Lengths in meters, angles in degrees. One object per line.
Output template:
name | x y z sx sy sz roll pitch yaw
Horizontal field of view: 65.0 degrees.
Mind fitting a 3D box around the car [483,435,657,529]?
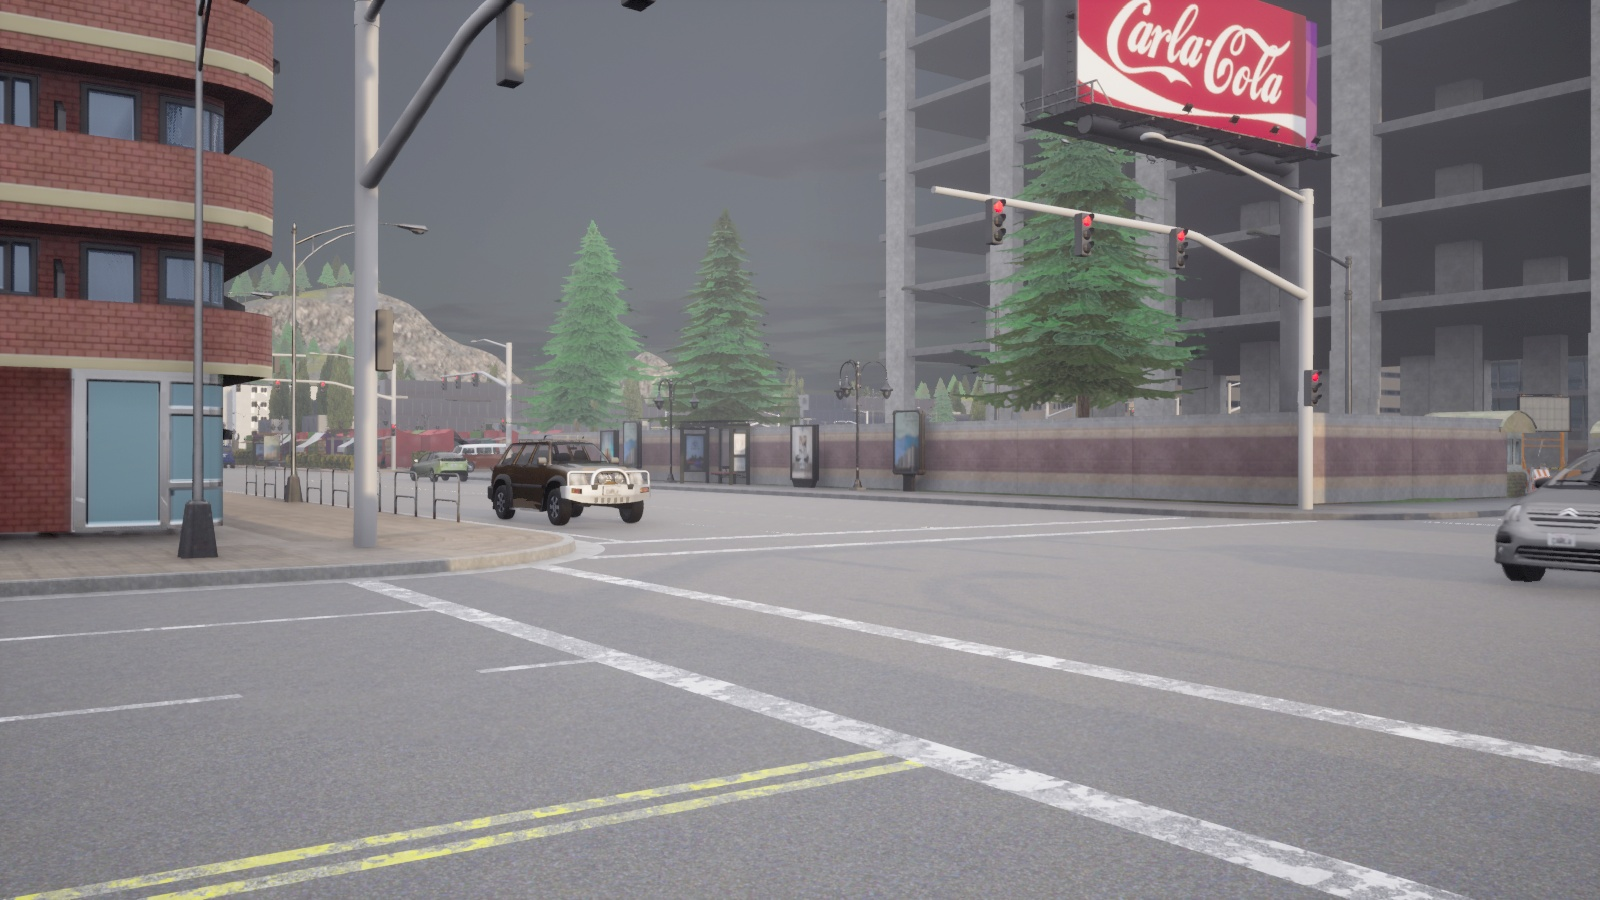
car | -5.046 0.638 27.088 1.932 1.855 4.605 0 0 -35

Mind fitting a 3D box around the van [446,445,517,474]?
van | -22.776 0.679 89.899 4.480 2.038 2.069 0 0 -35

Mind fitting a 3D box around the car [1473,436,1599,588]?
car | 9.900 0.658 14.818 3.988 1.617 1.851 0 0 -35

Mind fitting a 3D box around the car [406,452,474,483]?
car | -18.486 0.888 64.403 2.007 1.525 4.514 0 0 -35

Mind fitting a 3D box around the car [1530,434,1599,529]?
car | 15.877 0.547 23.246 5.027 1.651 2.152 0 0 -35
